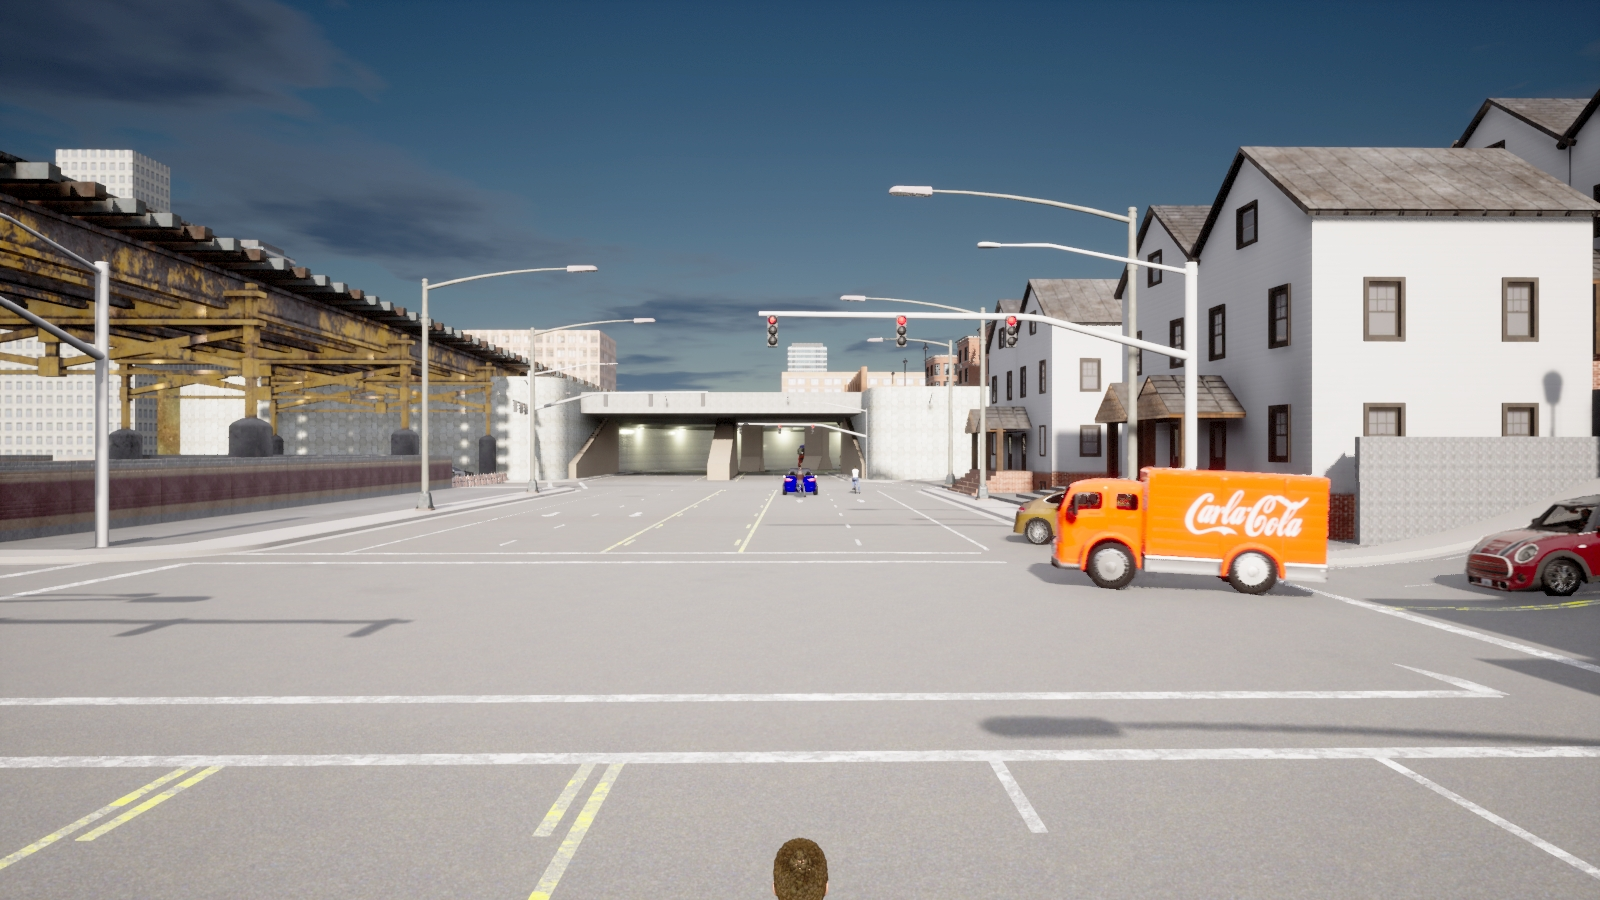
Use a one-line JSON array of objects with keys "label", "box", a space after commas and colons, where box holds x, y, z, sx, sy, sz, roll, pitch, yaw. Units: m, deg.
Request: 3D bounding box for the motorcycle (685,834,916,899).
[{"label": "motorcycle", "box": [0.002, 2.172, 3.626, 0.803, 1.224, 2.033, 0, 0, 0]}]

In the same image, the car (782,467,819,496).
[{"label": "car", "box": [0.007, 1.942, 71.643, 2.242, 1.667, 4.611, 0, 0, 0]}]

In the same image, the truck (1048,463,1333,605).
[{"label": "truck", "box": [7.849, 1.625, 23.616, 5.204, 2.467, 2.627, 2, 0, 12]}]

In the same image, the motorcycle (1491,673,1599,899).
[{"label": "motorcycle", "box": [3.504, 1.905, 3.984, 0.764, 1.802, 2.356, 0, 0, 0]}]

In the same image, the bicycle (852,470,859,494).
[{"label": "bicycle", "box": [3.507, 2.018, 72.556, 0.373, 1.521, 1.643, 0, 0, 0]}]

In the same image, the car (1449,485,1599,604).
[{"label": "car", "box": [15.876, 1.726, 22.715, 4.553, 1.767, 2.097, -8, 0, -1]}]

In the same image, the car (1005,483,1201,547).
[{"label": "car", "box": [8.816, 1.903, 33.461, 5.027, 1.651, 2.152, -3, 0, 36]}]
